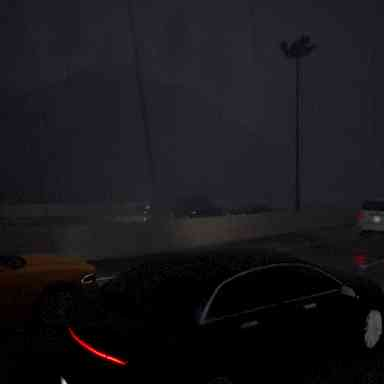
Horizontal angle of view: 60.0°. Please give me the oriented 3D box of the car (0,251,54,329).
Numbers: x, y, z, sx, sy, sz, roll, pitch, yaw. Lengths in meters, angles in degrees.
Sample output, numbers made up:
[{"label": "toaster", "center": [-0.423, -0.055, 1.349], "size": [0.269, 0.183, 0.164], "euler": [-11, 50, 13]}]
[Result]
[{"label": "car", "center": [-4.041, 1.487, 5.263], "size": [5.008, 1.535, 1.882], "euler": [0, 0, -36]}]

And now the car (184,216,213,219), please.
[{"label": "car", "center": [0.295, 1.561, 26.638], "size": [4.902, 1.511, 2.128], "euler": [0, 0, -40]}]

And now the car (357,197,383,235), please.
[{"label": "car", "center": [10.324, 1.276, 16.704], "size": [5.566, 2.045, 2.150], "euler": [0, 0, -41]}]

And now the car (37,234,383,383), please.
[{"label": "car", "center": [0.793, 1.517, 4.469], "size": [4.892, 1.490, 1.837], "euler": [0, 0, -36]}]

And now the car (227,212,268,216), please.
[{"label": "car", "center": [4.695, 1.611, 25.772], "size": [4.674, 1.442, 1.812], "euler": [0, 0, -42]}]
